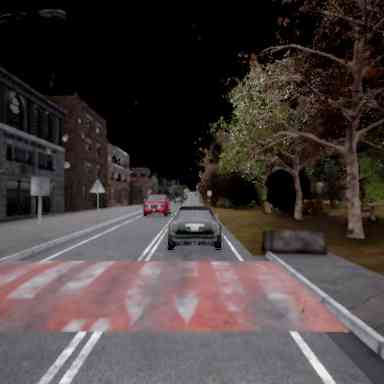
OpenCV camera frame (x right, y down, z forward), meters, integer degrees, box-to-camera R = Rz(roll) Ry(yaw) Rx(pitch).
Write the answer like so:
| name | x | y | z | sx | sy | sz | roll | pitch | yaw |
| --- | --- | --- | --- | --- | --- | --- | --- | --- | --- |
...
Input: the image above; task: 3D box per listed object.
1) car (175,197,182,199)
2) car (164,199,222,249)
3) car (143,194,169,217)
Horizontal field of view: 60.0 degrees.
| name | x | y | z | sx | sy | sz | roll | pitch | yaw |
| --- | --- | --- | --- | --- | --- | --- | --- | --- | --- |
| car | -2.978 | 1.930 | 73.262 | 1.837 | 1.490 | 4.892 | 0 | -1 | 0 |
| car | 0.108 | 1.372 | 14.585 | 2.097 | 1.767 | 4.553 | 0 | 0 | 0 |
| car | -3.294 | 1.243 | 31.774 | 2.150 | 2.045 | 5.566 | 0 | 0 | 0 |
